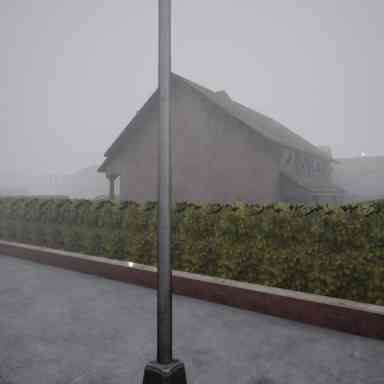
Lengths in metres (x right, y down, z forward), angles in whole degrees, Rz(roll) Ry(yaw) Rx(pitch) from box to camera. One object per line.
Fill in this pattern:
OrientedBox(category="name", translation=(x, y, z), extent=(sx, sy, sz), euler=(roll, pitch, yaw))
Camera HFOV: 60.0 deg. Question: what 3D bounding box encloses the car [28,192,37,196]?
OrientedBox(category="car", translation=(-33.519, 0.973, 70.191), extent=(3.866, 1.878, 1.905), euler=(0, 0, 36))
